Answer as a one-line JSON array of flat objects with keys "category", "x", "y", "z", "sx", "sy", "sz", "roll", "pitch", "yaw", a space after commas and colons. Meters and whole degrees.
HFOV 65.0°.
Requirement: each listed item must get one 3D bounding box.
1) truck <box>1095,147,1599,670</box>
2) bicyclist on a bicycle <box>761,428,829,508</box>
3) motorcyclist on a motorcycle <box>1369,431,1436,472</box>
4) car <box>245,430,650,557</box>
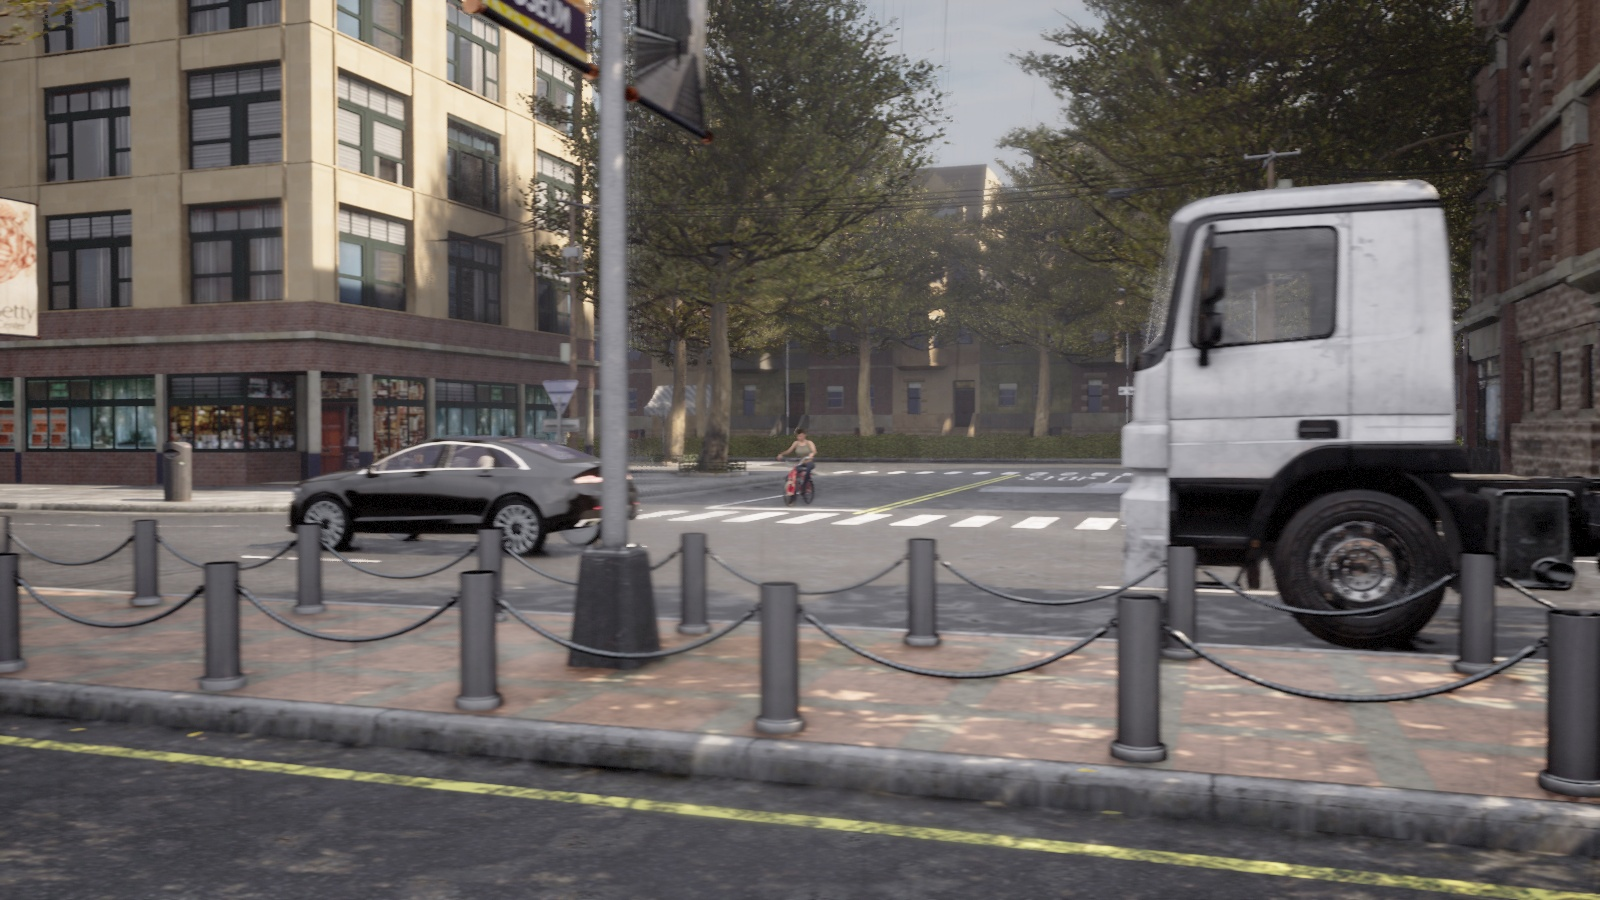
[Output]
[{"category": "truck", "x": 6.433, "y": -0.283, "z": 9.454, "sx": 7.936, "sy": 3.462, "sz": 2.891, "roll": 1, "pitch": 1, "yaw": 19}, {"category": "bicyclist on a bicycle", "x": -0.084, "y": 0.346, "z": 26.046, "sx": 0.866, "sy": 1.612, "sz": 1.509, "roll": 1, "pitch": 1, "yaw": 23}, {"category": "motorcyclist on a motorcycle", "x": 24.405, "y": 0.054, "z": 50.891, "sx": 2.350, "sy": 1.649, "sz": 0.766, "roll": 0, "pitch": 1, "yaw": 18}, {"category": "car", "x": -4.707, "y": 0.494, "z": 16.907, "sx": 4.902, "sy": 1.511, "sz": 2.128, "roll": 1, "pitch": 1, "yaw": 19}]
